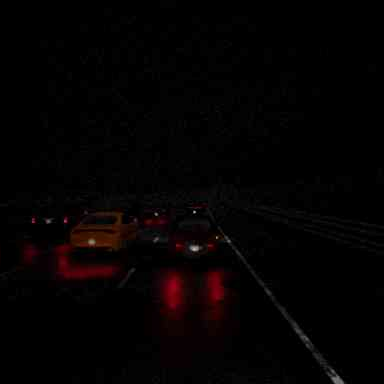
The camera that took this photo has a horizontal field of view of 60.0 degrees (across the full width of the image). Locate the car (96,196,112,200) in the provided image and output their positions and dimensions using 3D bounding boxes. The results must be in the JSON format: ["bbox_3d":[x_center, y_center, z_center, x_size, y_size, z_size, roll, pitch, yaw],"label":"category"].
[{"bbox_3d":[-19.393,1.992,75.287,1.895,1.301,4.718,0,-1,3],"label":"car"}]

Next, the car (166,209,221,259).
[{"bbox_3d":[0.096,1.603,12.800,1.812,1.442,4.674,0,0,0],"label":"car"}]

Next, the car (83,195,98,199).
[{"bbox_3d":[-22.887,1.617,75.480,2.150,2.045,5.566,0,-1,3],"label":"car"}]

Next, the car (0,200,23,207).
[{"bbox_3d":[-17.398,1.745,34.050,1.994,1.385,4.181,0,0,1],"label":"car"}]

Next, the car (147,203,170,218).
[{"bbox_3d":[-3.227,1.782,32.945,1.895,1.301,4.718,0,0,1],"label":"car"}]

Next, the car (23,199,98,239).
[{"bbox_3d":[-6.881,1.458,18.102,2.097,1.767,4.553,0,0,0],"label":"car"}]

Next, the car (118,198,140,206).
[{"bbox_3d":[-6.676,1.671,35.615,1.882,1.535,5.008,0,0,1],"label":"car"}]

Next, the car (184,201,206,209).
[{"bbox_3d":[0.301,1.695,34.354,1.837,1.490,4.892,0,0,1],"label":"car"}]

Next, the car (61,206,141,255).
[{"bbox_3d":[-3.403,1.560,13.802,1.882,1.535,5.008,0,0,0],"label":"car"}]
